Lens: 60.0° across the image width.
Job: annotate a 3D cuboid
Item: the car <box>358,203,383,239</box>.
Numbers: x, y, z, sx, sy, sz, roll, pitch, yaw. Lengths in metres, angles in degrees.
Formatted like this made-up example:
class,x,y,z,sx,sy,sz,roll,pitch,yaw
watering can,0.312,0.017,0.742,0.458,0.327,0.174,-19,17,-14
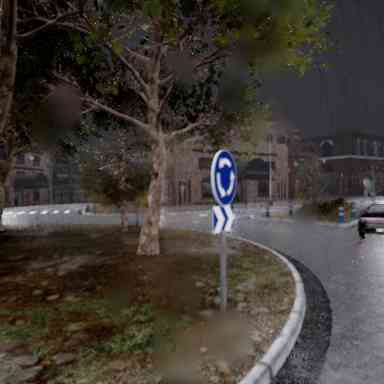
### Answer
class,x,y,z,sx,sy,sz,roll,pitch,yaw
car,8.972,1.266,15.246,2.128,1.511,4.902,-1,0,36
